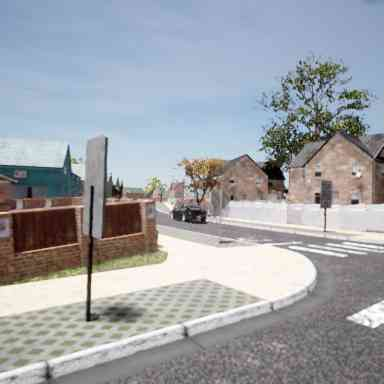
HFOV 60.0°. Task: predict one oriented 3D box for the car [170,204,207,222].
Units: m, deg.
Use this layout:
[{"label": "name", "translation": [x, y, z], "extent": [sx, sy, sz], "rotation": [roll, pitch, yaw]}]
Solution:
[{"label": "car", "translation": [-0.385, 1.797, 28.481], "extent": [1.837, 1.490, 4.892], "rotation": [4, -3, -23]}]
